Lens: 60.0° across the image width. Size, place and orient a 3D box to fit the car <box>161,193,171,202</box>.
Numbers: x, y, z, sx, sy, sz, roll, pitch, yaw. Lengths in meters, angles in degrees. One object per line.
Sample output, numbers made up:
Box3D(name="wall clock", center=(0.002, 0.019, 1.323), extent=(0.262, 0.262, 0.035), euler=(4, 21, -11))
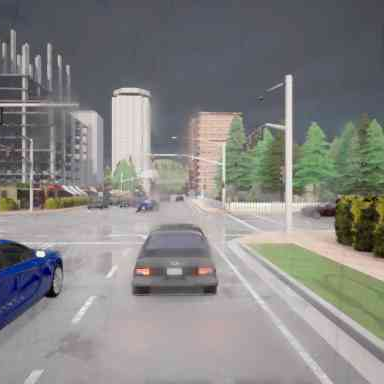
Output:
Box3D(name="car", center=(-6.283, 1.355, 75.505), extent=(2.097, 1.767, 4.553), euler=(0, 0, -2))

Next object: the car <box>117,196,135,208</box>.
Box3D(name="car", center=(-8.854, 1.564, 46.794), extent=(1.994, 1.385, 4.181), euler=(0, 0, -2))

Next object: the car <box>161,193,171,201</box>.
Box3D(name="car", center=(-6.628, 1.225, 85.020), extent=(2.150, 2.045, 5.566), euler=(0, 0, -2))

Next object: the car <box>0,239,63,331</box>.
Box3D(name="car", center=(-3.719, 1.478, 5.488), extent=(1.882, 1.535, 5.008), euler=(0, 0, -3))

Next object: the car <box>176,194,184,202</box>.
Box3D(name="car", center=(-2.788, 1.493, 75.621), extent=(1.837, 1.490, 4.892), euler=(0, 0, -2))

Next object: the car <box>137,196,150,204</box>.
Box3D(name="car", center=(-9.449, 1.564, 65.109), extent=(1.994, 1.385, 4.181), euler=(0, 0, -1))

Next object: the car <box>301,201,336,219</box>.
Box3D(name="car", center=(11.796, 1.478, 28.131), extent=(5.008, 1.535, 1.882), euler=(0, 0, -1))

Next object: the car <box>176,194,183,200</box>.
Box3D(name="car", center=(-3.119, 1.327, 84.834), extent=(1.837, 1.490, 4.892), euler=(0, 0, -2))

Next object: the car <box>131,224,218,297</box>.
Box3D(name="car", center=(-0.403, 1.547, 8.780), extent=(2.033, 1.411, 5.357), euler=(0, 0, -2))

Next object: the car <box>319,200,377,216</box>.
Box3D(name="car", center=(14.733, 1.526, 31.643), extent=(4.674, 1.442, 1.812), euler=(0, 0, -1))

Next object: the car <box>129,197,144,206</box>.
Box3D(name="car", center=(-9.143, 1.564, 55.157), extent=(1.994, 1.385, 4.181), euler=(0, 0, -2))

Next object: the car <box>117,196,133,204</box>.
Box3D(name="car", center=(-12.926, 1.547, 64.373), extent=(2.033, 1.411, 5.357), euler=(0, 0, -1))

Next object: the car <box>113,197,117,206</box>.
Box3D(name="car", center=(-12.604, 1.547, 53.825), extent=(2.033, 1.411, 5.357), euler=(0, 0, -2))

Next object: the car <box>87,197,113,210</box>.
Box3D(name="car", center=(-12.252, 1.547, 43.787), extent=(2.033, 1.411, 5.357), euler=(0, 0, -2))

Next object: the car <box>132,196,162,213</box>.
Box3D(name="car", center=(-4.940, 1.526, 37.451), extent=(1.812, 1.442, 4.674), euler=(1, 0, 5))
